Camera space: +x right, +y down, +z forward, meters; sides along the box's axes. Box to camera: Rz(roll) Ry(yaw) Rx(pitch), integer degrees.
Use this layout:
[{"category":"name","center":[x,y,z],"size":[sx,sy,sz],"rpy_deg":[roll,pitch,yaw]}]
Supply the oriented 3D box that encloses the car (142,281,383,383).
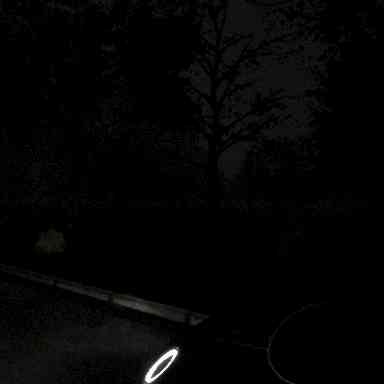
[{"category":"car","center":[1.737,1.350,2.141],"size":[4.553,1.767,2.097],"rpy_deg":[0,0,36]}]
